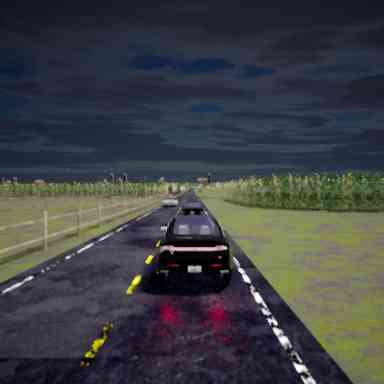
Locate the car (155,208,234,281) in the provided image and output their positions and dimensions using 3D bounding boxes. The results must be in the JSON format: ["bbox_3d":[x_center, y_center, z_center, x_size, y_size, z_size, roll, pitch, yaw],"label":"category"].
[{"bbox_3d":[0.061,1.435,9.607,2.128,1.511,4.902,0,0,0],"label":"car"}]

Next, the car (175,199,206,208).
[{"bbox_3d":[0.057,1.392,25.044,2.033,1.411,5.357,0,0,0],"label":"car"}]

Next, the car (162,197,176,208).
[{"bbox_3d":[-2.859,1.312,43.449,1.895,1.301,4.718,0,0,0],"label":"car"}]
